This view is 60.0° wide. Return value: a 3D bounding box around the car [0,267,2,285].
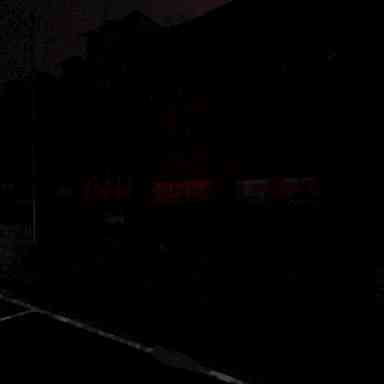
[{"bbox_3d":[-6.047,1.386,7.143,5.009,1.841,2.192,-1,-1,36],"label":"car"}]
